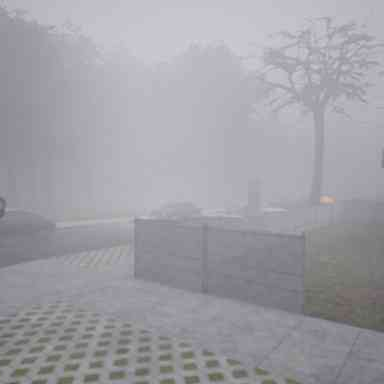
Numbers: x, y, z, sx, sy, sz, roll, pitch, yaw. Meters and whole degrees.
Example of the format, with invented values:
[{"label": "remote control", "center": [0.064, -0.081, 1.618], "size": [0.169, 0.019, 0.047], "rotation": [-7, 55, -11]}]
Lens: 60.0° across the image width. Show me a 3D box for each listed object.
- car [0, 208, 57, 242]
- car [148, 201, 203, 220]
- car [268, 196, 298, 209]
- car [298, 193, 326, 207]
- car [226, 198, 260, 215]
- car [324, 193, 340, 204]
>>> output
[{"label": "car", "center": [-8.147, 1.456, 14.222], "size": [1.812, 1.442, 4.674], "rotation": [2, 1, 36]}, {"label": "car", "center": [-1.073, 1.429, 24.075], "size": [1.837, 1.490, 4.892], "rotation": [2, 1, 36]}, {"label": "car", "center": [10.959, 1.220, 40.718], "size": [1.994, 1.385, 4.181], "rotation": [2, 2, 36]}, {"label": "car", "center": [14.062, 1.213, 40.139], "size": [2.128, 1.511, 4.902], "rotation": [2, 2, 36]}, {"label": "car", "center": [5.115, 1.336, 32.661], "size": [1.812, 1.442, 4.674], "rotation": [2, 2, 36]}, {"label": "car", "center": [20.092, 0.908, 48.578], "size": [2.097, 1.767, 4.553], "rotation": [2, 2, 36]}]
